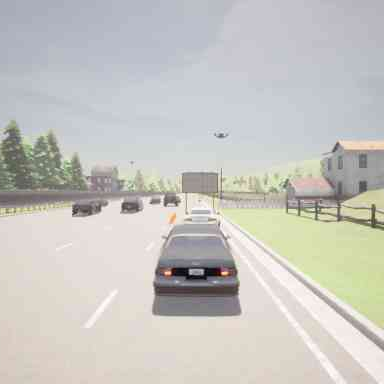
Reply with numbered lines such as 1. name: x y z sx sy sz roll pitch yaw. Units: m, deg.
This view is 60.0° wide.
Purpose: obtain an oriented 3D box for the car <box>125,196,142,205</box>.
1. car: -10.333 1.490 58.830 2.128 1.511 4.902 0 0 0

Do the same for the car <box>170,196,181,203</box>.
1. car: -3.322 1.564 68.511 1.994 1.385 4.181 0 0 0

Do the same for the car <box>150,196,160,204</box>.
1. car: -6.814 1.546 62.682 2.033 1.411 5.357 0 0 -2

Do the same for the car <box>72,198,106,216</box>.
1. car: -10.362 1.506 33.047 1.837 1.490 4.892 0 0 0

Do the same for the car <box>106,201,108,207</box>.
1. car: -13.843 1.564 49.304 1.994 1.385 4.181 0 0 0

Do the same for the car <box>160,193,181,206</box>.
1. car: -3.339 1.221 53.296 2.150 2.045 5.566 0 0 0

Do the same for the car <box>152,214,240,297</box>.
1. car: 0.107 1.547 8.760 2.033 1.411 5.357 0 0 1

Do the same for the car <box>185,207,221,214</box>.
1. car: 0.578 1.538 18.428 1.812 1.442 4.674 0 -1 5

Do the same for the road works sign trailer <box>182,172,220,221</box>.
1. road works sign trailer: 0.512 0.464 22.042 2.380 3.560 2.880 0 0 -4

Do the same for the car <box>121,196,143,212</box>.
1. car: -6.856 1.477 38.542 1.882 1.535 5.008 0 0 0

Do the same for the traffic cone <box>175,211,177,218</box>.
1. traffic cone: -1.459 1.955 25.116 0.340 0.580 0.340 0 0 0

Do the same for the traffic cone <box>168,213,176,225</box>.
1. traffic cone: -1.461 1.955 23.116 0.340 0.580 0.340 0 0 0
